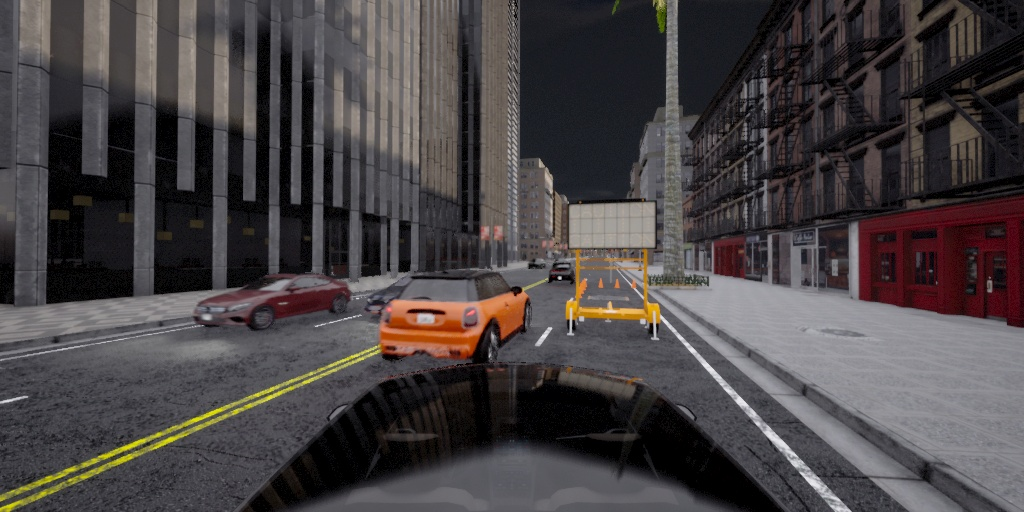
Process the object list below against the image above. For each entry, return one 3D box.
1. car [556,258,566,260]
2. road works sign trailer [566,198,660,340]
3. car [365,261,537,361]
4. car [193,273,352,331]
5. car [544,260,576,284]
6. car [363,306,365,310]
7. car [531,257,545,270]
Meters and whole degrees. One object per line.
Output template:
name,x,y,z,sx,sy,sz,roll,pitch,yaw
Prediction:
car,7.431,1.089,54.657,2.097,1.767,4.553,0,0,15
road works sign trailer,2.798,0.216,10.158,2.380,3.560,2.880,0,0,14
car,-0.943,1.102,8.195,2.097,1.767,4.553,0,0,14
car,-7.088,1.276,11.263,1.812,1.442,4.674,0,0,14
car,3.945,1.258,27.278,1.837,1.490,4.892,0,0,14
car,-3.163,1.299,13.480,2.033,1.411,5.357,0,0,14
car,3.675,1.091,53.107,2.097,1.767,4.553,0,0,15
